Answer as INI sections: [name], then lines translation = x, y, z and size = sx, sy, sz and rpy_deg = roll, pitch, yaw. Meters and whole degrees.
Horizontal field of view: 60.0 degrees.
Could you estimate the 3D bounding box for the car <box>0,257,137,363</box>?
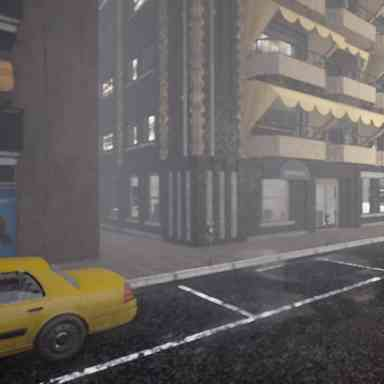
[car]
translation = -3.134, 1.530, 4.319
size = 4.829, 1.417, 1.752
rpy_deg = 0, 0, -36
